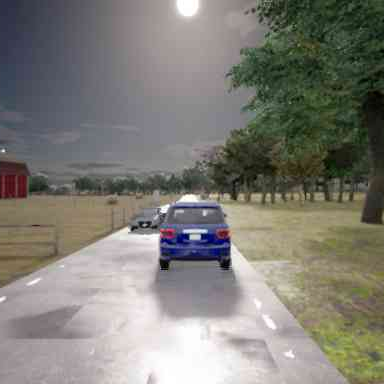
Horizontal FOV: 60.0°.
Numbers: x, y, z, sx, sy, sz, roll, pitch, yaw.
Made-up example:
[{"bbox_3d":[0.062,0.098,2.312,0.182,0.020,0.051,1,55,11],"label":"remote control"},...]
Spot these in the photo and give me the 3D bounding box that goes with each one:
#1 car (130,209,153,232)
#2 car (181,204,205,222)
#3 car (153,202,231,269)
[{"bbox_3d":[-2.843,1.816,22.020,1.994,1.385,4.181,0,-1,0],"label":"car"},{"bbox_3d":[0.106,1.898,31.284,2.033,1.411,5.357,0,-1,0],"label":"car"},{"bbox_3d":[0.095,1.358,11.786,2.150,2.045,5.566,0,-1,0],"label":"car"}]
